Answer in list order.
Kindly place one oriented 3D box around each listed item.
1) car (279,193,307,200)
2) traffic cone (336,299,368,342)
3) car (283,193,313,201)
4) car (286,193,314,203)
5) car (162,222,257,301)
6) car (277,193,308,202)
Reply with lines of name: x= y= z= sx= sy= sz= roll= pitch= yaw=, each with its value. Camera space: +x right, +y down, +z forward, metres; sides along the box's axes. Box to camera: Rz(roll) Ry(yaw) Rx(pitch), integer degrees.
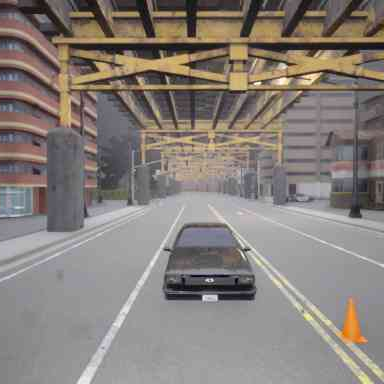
car: x=17.864 y=0.801 z=58.971 sx=4.536 sy=1.218 sz=1.853 roll=0 pitch=1 yaw=25
traffic cone: x=2.454 y=1.949 z=5.118 sx=0.340 sy=0.580 sz=0.340 roll=0 pitch=0 yaw=0
car: x=17.517 y=0.848 z=54.853 sx=4.536 sy=1.218 sz=1.853 roll=0 pitch=1 yaw=-20
car: x=17.469 y=1.006 z=54.837 sx=4.974 sy=1.542 sz=2.038 roll=0 pitch=1 yaw=-20
car: x=0.362 y=1.533 z=8.725 sx=2.033 sy=1.411 sz=5.357 roll=0 pitch=0 yaw=1
car: x=17.817 y=0.958 z=58.994 sx=4.974 sy=1.542 sz=2.038 roll=0 pitch=1 yaw=25
